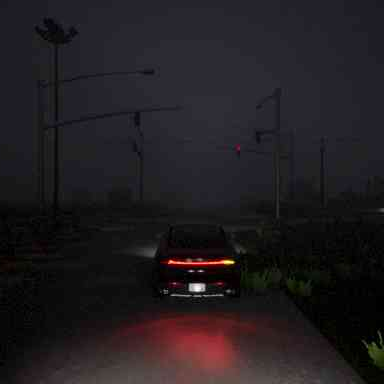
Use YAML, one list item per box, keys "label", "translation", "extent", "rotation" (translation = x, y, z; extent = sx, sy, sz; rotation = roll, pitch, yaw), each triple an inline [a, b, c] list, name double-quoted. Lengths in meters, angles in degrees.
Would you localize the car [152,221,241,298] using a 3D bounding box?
- label: "car"
  translation: [0.093, 1.505, 8.522]
  extent: [1.837, 1.490, 4.892]
  rotation: [0, 0, 0]
